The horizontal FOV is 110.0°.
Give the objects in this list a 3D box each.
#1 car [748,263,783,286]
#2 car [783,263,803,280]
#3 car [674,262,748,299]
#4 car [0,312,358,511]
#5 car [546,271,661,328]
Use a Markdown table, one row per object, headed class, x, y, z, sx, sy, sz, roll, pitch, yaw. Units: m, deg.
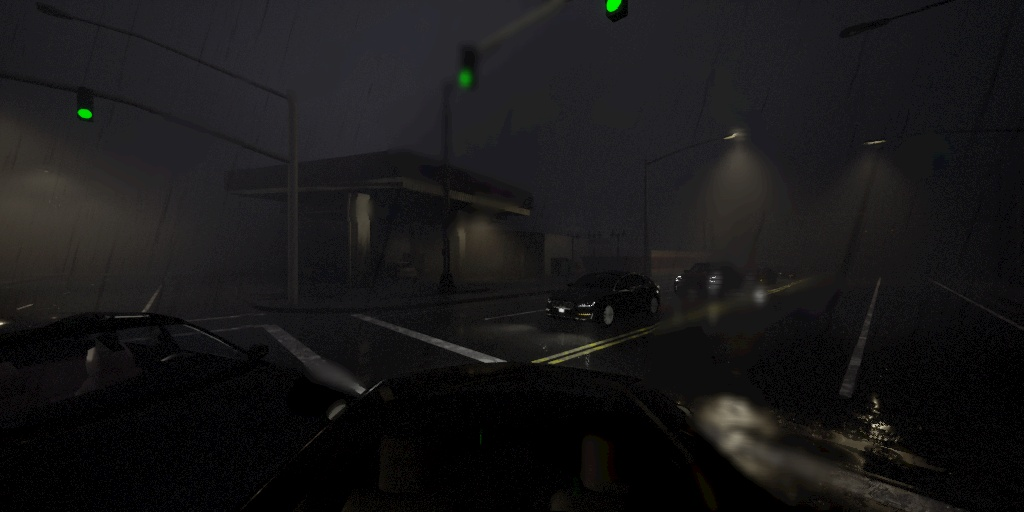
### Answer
| class | x | y | z | sx | sy | sz | roll | pitch | yaw |
| --- | --- | --- | --- | --- | --- | --- | --- | --- | --- |
| car | 17.152 | 1.321 | 25.102 | 4.181 | 1.385 | 1.994 | 0 | 0 | -45 |
| car | 24.425 | 1.323 | 32.011 | 4.181 | 1.385 | 1.994 | 0 | 0 | -43 |
| car | 10.088 | 1.107 | 18.332 | 4.553 | 1.767 | 2.097 | 0 | 0 | -44 |
| car | -3.369 | 1.241 | 2.735 | 4.902 | 1.511 | 2.128 | 0 | 0 | 16 |
| car | 3.113 | 1.257 | 11.625 | 4.892 | 1.490 | 1.837 | 0 | 0 | -44 |
